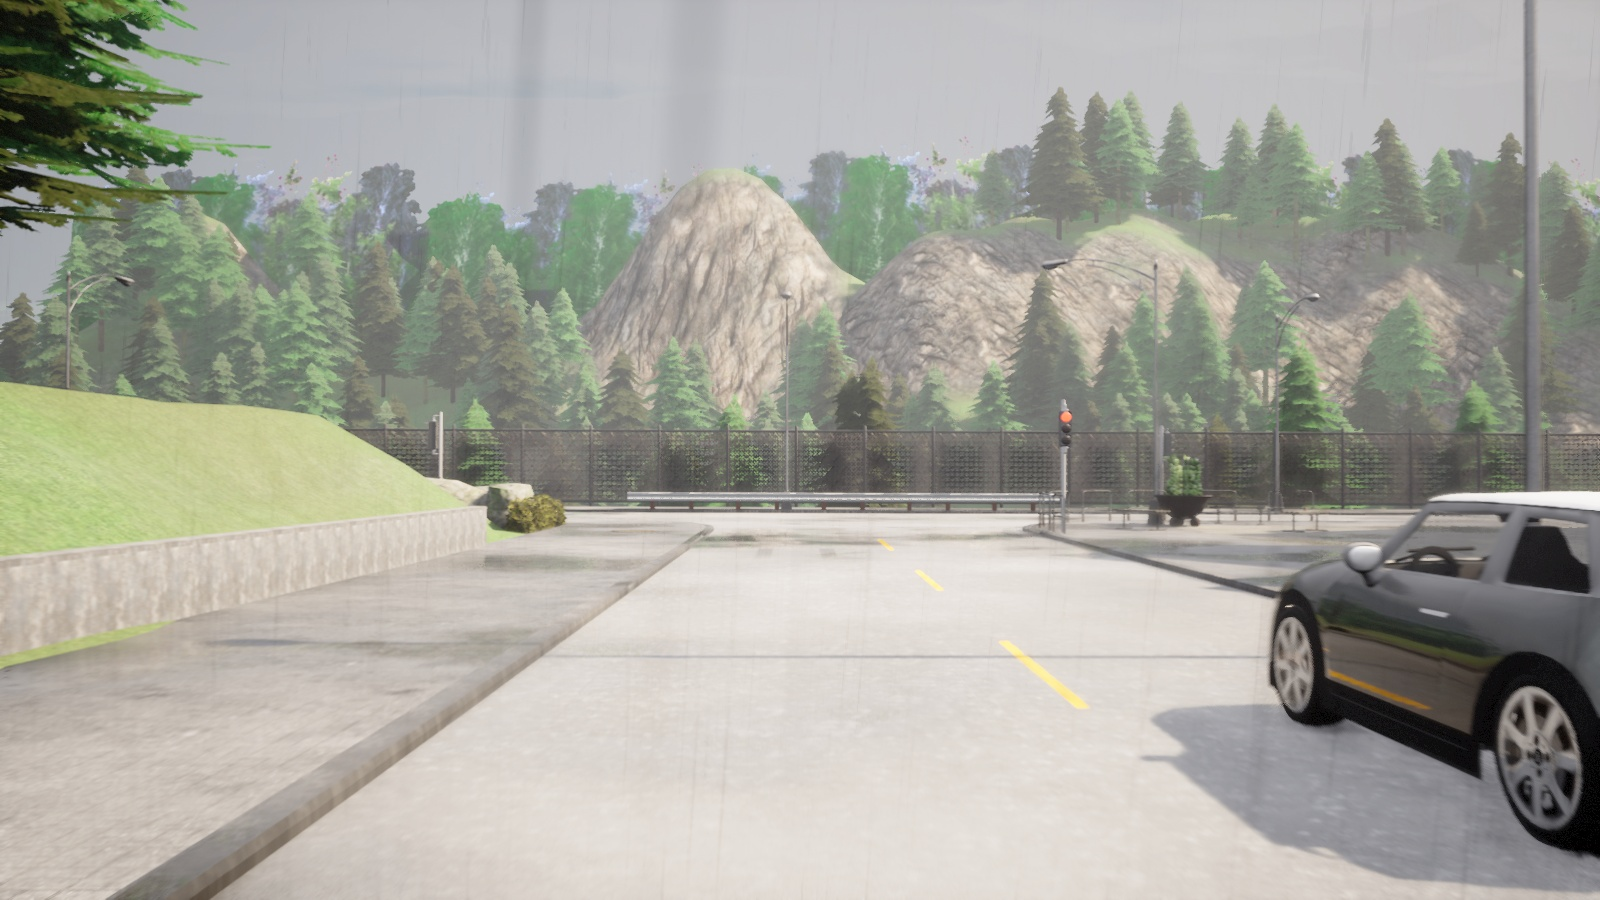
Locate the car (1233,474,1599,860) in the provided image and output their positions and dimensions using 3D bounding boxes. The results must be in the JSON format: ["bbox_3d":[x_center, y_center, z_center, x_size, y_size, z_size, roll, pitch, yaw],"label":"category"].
[{"bbox_3d":[3.985,0.878,6.778,1.970,1.475,3.806,0,-1,0],"label":"car"}]
